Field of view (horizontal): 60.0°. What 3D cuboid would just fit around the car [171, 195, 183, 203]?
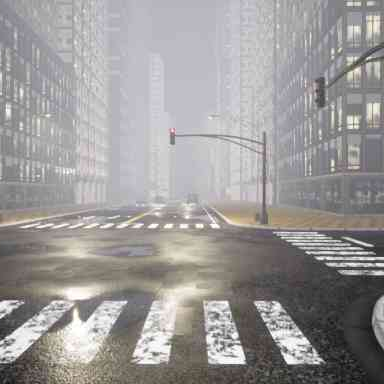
[{"bbox_3d":[-3.117,1.495,70.205,2.128,1.511,4.902,0,0,0],"label":"car"}]

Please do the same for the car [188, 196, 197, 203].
[{"bbox_3d":[0.134,1.541,70.616,1.994,1.385,4.181,0,0,0],"label":"car"}]

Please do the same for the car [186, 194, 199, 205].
[{"bbox_3d":[0.115,1.323,60.229,2.150,2.045,5.566,0,0,0],"label":"car"}]

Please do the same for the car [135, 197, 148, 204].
[{"bbox_3d":[-9.628,1.664,64.384,2.033,1.411,5.357,0,0,0],"label":"car"}]

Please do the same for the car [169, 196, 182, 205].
[{"bbox_3d":[-3.136,1.702,60.233,1.895,1.301,4.718,0,0,0],"label":"car"}]

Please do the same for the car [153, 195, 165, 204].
[{"bbox_3d":[-6.378,1.468,64.409,2.097,1.767,4.553,0,0,0],"label":"car"}]
